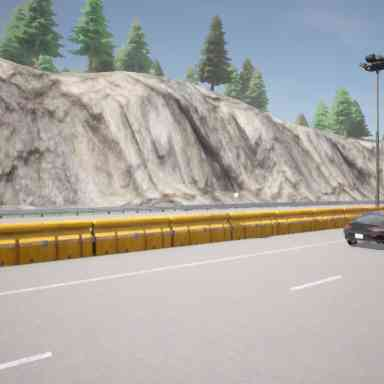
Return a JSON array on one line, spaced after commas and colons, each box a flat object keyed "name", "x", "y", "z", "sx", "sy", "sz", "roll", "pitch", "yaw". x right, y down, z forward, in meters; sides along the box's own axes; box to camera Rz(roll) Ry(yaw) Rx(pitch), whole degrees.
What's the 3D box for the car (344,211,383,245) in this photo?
[{"name": "car", "x": 8.284, "y": 1.533, "z": 14.159, "sx": 4.674, "sy": 1.442, "sz": 1.812, "roll": 0, "pitch": 0, "yaw": -36}]
